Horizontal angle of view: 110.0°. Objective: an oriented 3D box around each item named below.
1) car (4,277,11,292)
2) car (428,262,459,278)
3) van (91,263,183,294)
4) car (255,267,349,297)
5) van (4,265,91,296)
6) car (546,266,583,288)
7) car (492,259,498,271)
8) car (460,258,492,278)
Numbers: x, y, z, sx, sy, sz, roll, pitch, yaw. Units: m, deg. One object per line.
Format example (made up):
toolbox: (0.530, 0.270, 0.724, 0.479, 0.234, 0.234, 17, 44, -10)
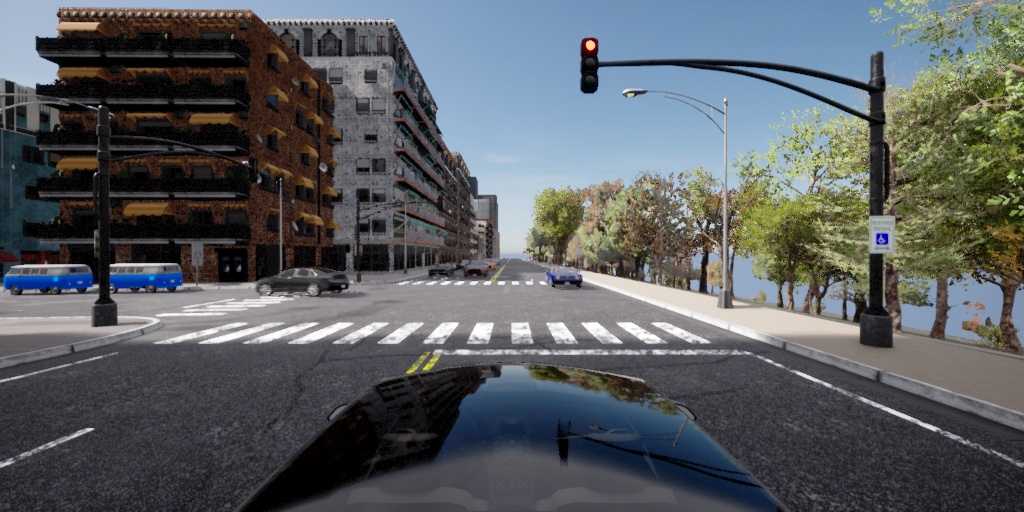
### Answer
car: (-22.622, 1.622, 13.678, 4.207, 1.307, 1.802, 0, 0, -1)
car: (-6.569, 1.348, 33.900, 1.895, 1.301, 4.718, 0, 0, 0)
van: (-22.701, 1.348, 22.024, 3.998, 1.789, 1.690, 0, 0, -1)
car: (-11.278, 1.373, 19.308, 4.892, 1.490, 1.837, -1, -1, 10)
van: (-28.302, 1.421, 21.953, 3.998, 1.789, 1.690, 0, 0, -1)
car: (3.365, 1.348, 23.919, 1.895, 1.301, 4.718, 0, 0, 0)
car: (-3.300, 1.105, 47.987, 2.097, 1.767, 4.553, 0, 0, 0)
car: (-3.319, 1.100, 33.901, 2.097, 1.767, 4.553, 0, 0, 0)
